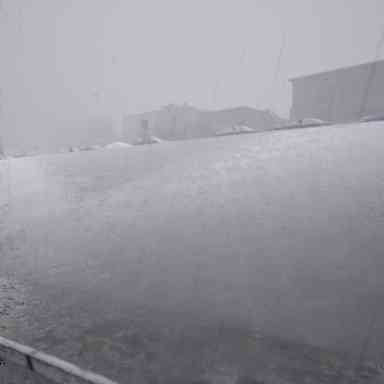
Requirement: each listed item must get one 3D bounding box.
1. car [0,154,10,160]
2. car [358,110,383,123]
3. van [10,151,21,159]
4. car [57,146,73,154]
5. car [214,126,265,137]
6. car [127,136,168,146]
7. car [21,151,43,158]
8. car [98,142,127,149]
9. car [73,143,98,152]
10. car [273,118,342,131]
[{"bbox_3d":[-32.818,-5.810,60.187,4.674,1.452,2.002,2,1,42],"label":"car"},{"bbox_3d":[12.213,-4.144,19.436,4.674,1.452,2.002,3,2,41],"label":"car"},{"bbox_3d":[-28.639,-5.942,56.388,4.442,1.987,1.878,2,1,42],"label":"van"},{"bbox_3d":[-16.495,-5.424,45.356,4.553,1.767,2.185,2,2,42],"label":"car"},{"bbox_3d":[3.946,-4.535,26.784,4.892,1.521,2.231,2,2,42],"label":"car"},{"bbox_3d":[-4.147,-4.967,34.136,4.553,1.767,2.185,2,2,42],"label":"car"},{"bbox_3d":[-24.649,-5.583,52.763,4.892,1.521,2.231,2,1,42],"label":"car"},{"bbox_3d":[-8.214,-4.953,37.832,4.674,1.452,2.002,2,2,42],"label":"car"},{"bbox_3d":[-12.411,-5.276,41.645,4.553,1.767,2.185,2,2,42],"label":"car"},{"bbox_3d":[8.035,-4.368,23.080,4.892,1.521,2.231,2,2,42],"label":"car"}]
